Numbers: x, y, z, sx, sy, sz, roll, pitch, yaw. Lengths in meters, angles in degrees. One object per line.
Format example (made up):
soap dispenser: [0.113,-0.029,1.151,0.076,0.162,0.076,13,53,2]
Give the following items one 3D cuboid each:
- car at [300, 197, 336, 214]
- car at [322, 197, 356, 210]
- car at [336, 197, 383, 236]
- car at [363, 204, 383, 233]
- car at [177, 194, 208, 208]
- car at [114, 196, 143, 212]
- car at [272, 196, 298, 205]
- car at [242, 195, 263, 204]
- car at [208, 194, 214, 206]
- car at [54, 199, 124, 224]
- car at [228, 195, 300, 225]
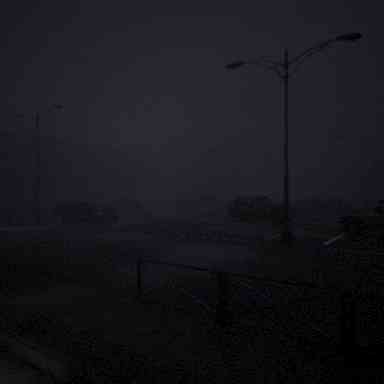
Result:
car: [12.562,1.410,33.325,4.514,1.523,2.007,0,0,35]
car: [18.300,1.408,41.507,3.633,1.501,1.845,0,0,35]
car: [9.454,1.225,16.313,3.866,1.878,1.905,0,0,35]
car: [11.853,1.501,18.695,3.806,1.475,1.970,0,0,35]
car: [-0.312,1.182,46.507,3.866,1.878,1.905,0,0,35]
car: [-7.614,1.289,36.001,5.027,1.636,2.152,0,0,35]
car: [16.119,1.446,57.628,3.806,1.475,1.970,0,0,35]
car: [11.726,1.429,64.310,3.633,1.501,1.845,0,0,35]
car: [1.007,1.196,49.128,4.605,1.855,1.932,0,0,35]
car: [-7.313,1.456,23.516,4.514,1.523,2.007,0,0,35]
car: [4.869,1.238,23.502,4.605,1.855,1.932,0,0,35]
